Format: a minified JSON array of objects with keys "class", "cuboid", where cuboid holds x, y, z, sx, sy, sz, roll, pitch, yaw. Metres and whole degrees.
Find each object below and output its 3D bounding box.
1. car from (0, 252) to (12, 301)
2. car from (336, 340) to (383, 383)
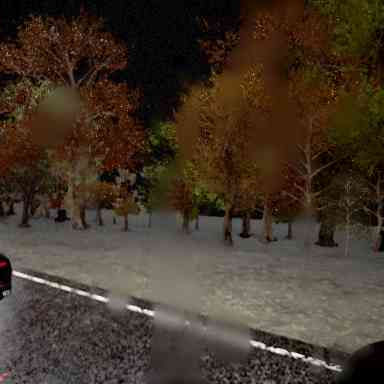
[{"class":"car","cuboid":[-5.582,1.466,6.871,4.892,1.490,1.837,0,0,36]},{"class":"car","cuboid":[3.188,1.513,1.417,4.892,1.490,1.837,0,0,35]}]
